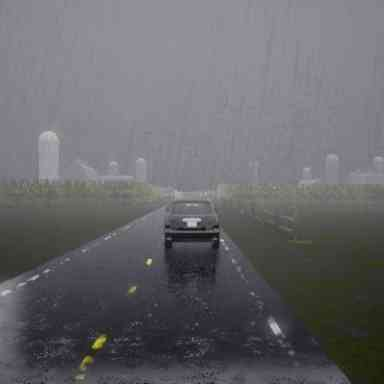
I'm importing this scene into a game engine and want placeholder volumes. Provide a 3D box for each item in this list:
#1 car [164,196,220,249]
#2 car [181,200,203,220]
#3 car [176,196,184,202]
[{"bbox_3d":[0.000,1.259,14.721,2.150,2.045,5.566,0,0,0],"label":"car"},{"bbox_3d":[0.000,1.531,29.692,1.837,1.490,4.892,0,0,0],"label":"car"},{"bbox_3d":[-2.750,1.594,76.737,1.837,1.490,4.892,0,0,0],"label":"car"}]
